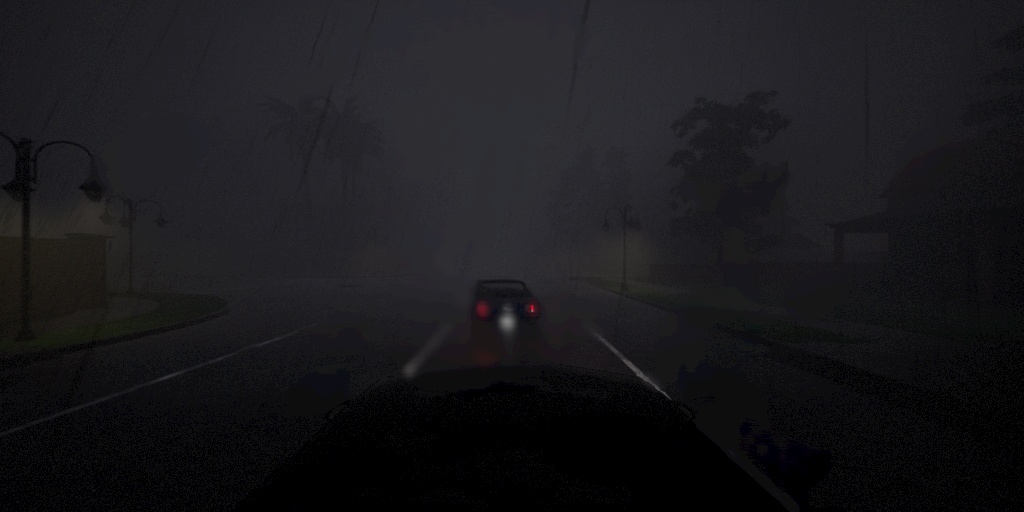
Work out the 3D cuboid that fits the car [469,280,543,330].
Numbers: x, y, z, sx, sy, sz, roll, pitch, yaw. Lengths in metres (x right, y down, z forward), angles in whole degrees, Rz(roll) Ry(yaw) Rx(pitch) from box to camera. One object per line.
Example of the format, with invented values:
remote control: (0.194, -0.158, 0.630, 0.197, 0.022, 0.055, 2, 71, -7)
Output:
car: (-0.393, 1.395, 11.347, 1.895, 1.301, 4.718, 0, 0, -7)
